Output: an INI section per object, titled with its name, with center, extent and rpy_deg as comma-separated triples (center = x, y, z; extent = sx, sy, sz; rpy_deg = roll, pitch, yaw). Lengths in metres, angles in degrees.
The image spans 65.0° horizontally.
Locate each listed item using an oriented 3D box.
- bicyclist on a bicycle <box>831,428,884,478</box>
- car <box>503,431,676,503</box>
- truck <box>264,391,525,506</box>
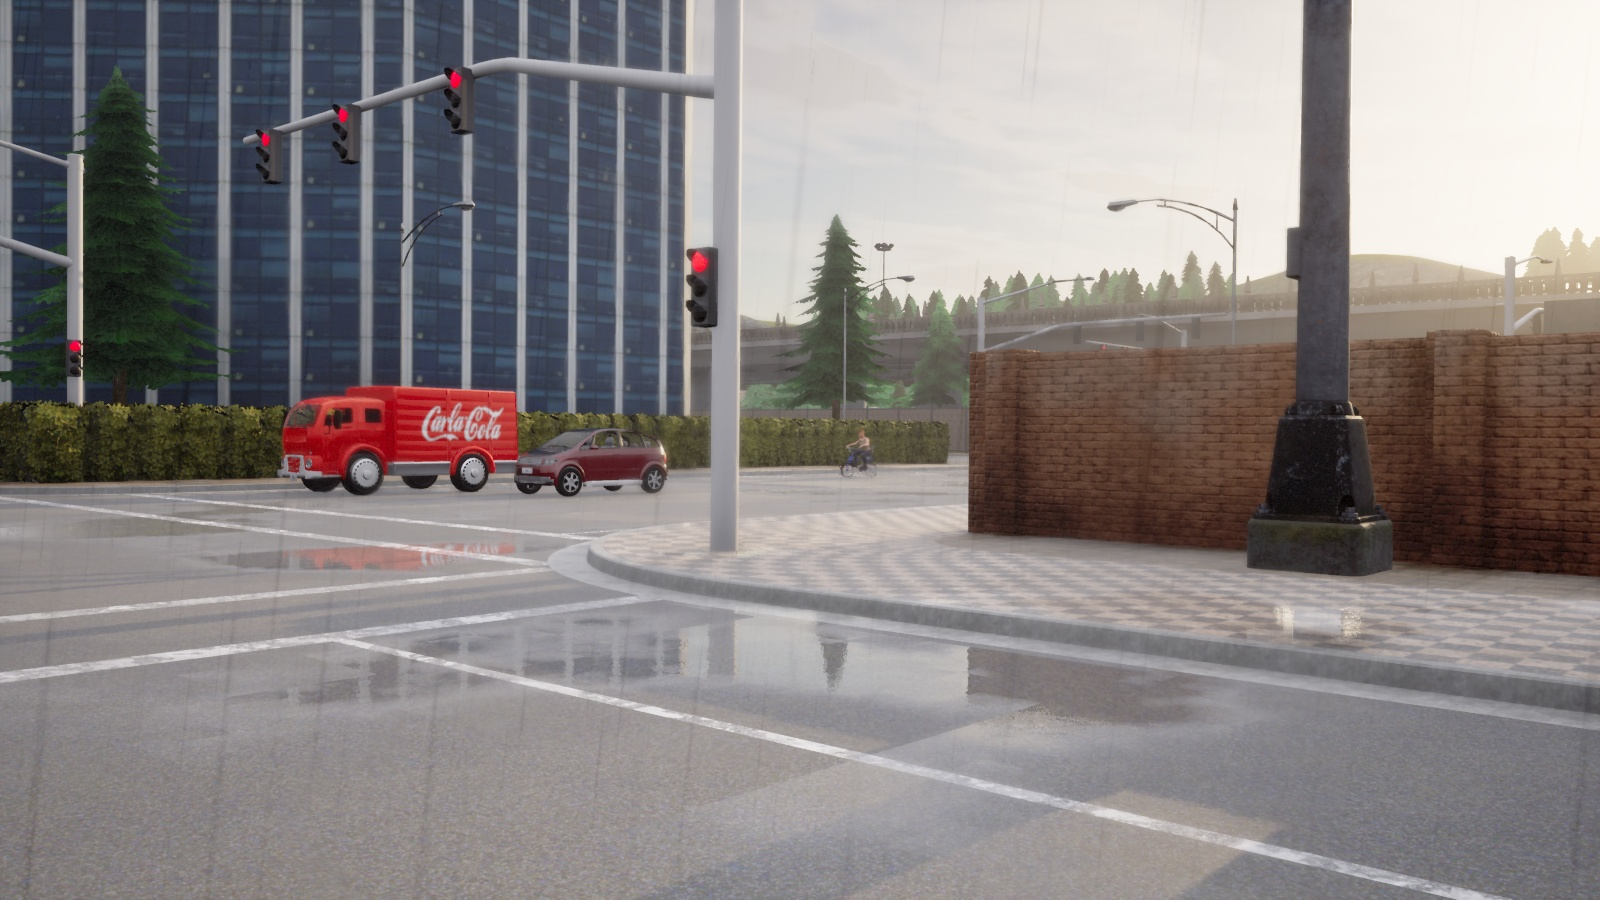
[bicyclist on a bicycle]
center = 1.882, 0.087, 41.284
extent = 1.509, 1.612, 0.866
rpy_deg = -1, 1, -35
[car]
center = -4.882, 0.352, 29.483
extent = 1.789, 1.549, 3.705
rpy_deg = 0, 1, 41
[truck]
center = -9.437, -0.074, 29.588
extent = 2.627, 2.467, 5.204
rpy_deg = 0, 1, 41
